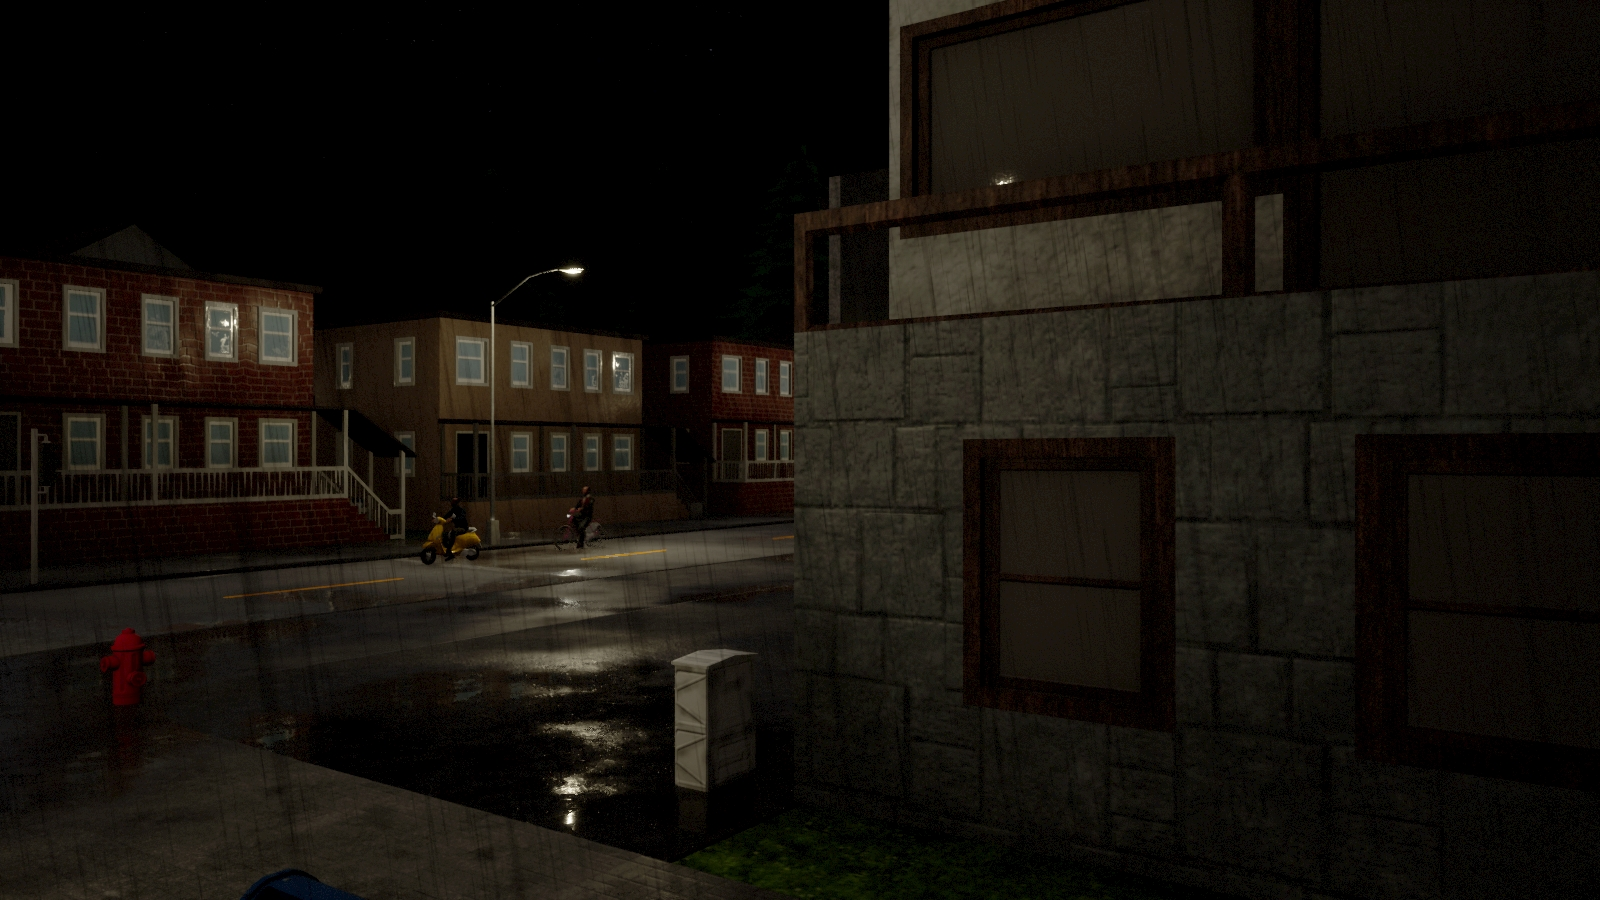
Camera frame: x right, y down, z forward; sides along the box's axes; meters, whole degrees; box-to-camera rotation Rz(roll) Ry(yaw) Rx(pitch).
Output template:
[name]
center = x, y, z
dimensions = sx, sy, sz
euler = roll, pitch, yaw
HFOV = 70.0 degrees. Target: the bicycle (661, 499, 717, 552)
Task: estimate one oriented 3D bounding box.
[bicycle]
center = -2.862, 1.932, 29.541
dimensions = 0.329, 1.271, 1.835
euler = 0, 0, 35
